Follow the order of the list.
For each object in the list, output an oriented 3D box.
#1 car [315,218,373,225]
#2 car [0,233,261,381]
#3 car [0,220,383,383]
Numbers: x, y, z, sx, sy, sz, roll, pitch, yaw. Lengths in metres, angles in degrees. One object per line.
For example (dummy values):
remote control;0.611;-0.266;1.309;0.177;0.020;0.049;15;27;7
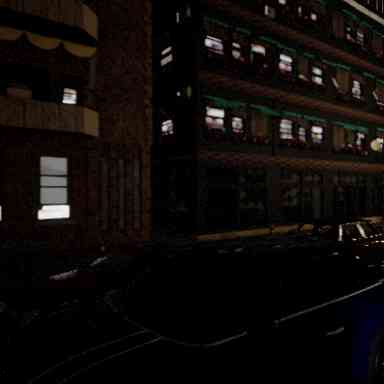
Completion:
car;3.649;1.475;9.136;4.097;1.590;1.967;0;-1;-35
car;-0.911;1.593;5.882;4.206;1.307;1.802;0;-1;-35
car;0.326;1.362;3.602;4.553;1.767;2.097;0;0;-35
